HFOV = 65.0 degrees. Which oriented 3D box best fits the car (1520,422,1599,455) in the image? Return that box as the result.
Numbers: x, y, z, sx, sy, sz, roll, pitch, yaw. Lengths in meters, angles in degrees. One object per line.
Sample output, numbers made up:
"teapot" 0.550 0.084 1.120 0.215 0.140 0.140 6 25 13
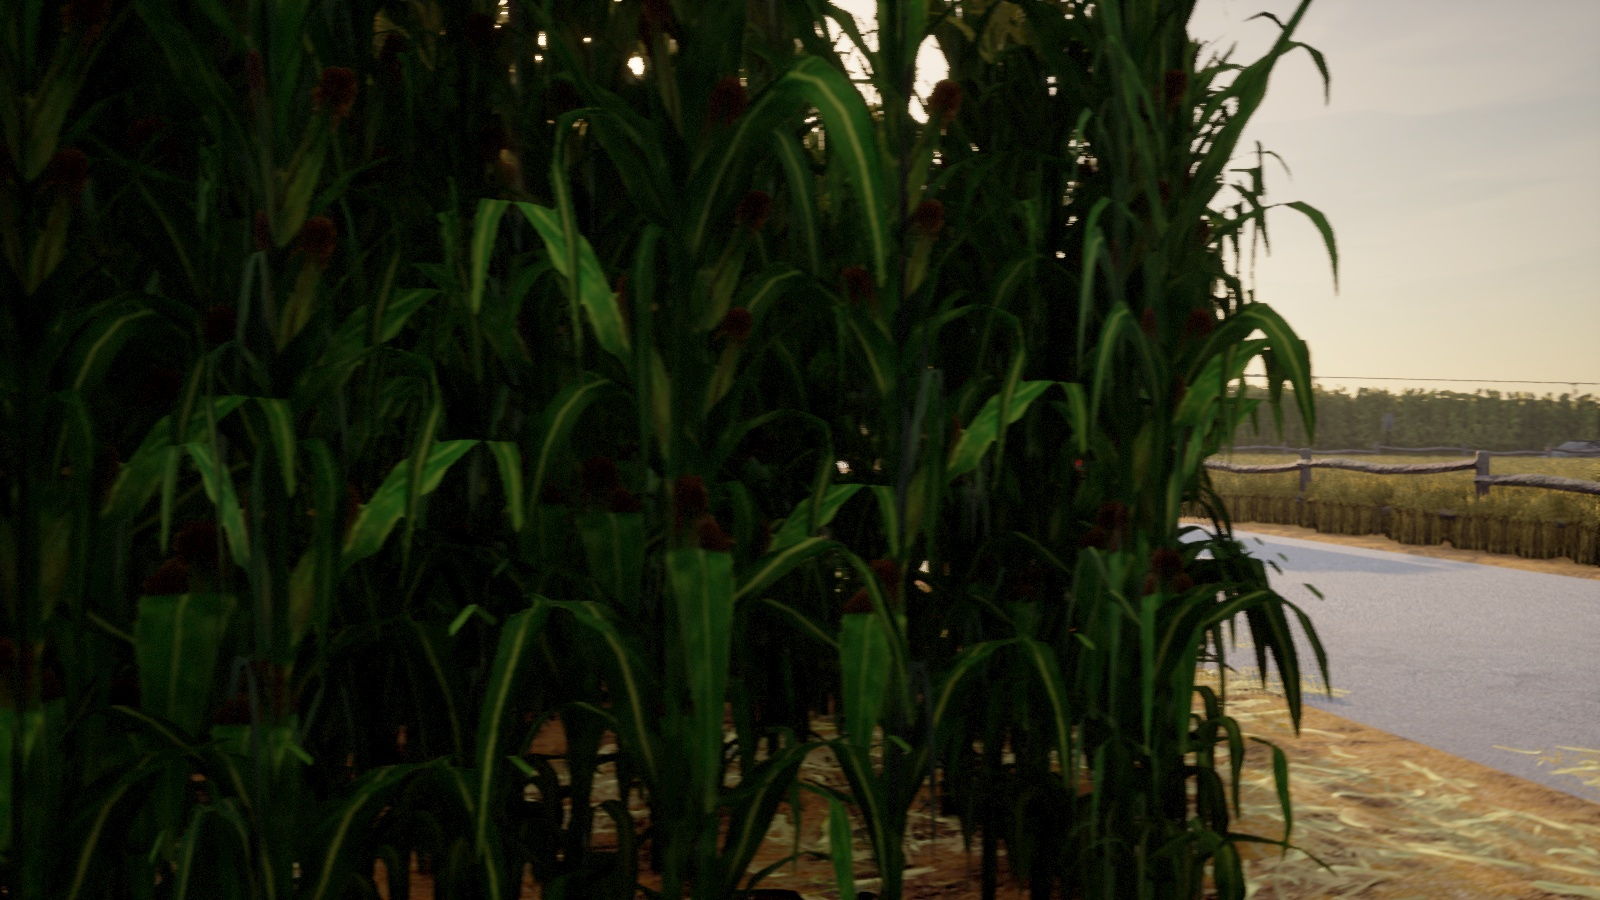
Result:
"car" 36.757 -0.552 59.115 4.902 1.511 2.128 -1 1 -14
